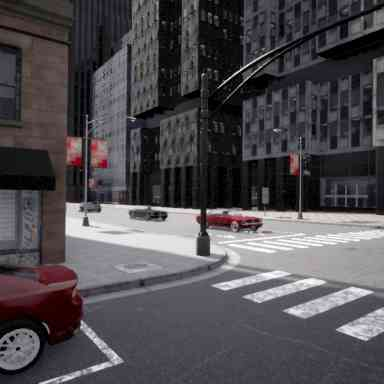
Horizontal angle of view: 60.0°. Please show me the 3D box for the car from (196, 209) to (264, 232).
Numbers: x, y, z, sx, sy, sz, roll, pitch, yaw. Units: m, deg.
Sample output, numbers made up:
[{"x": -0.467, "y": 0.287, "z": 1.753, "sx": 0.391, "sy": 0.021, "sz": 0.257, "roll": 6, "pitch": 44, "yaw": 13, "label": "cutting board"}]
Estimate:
[{"x": 2.371, "y": 1.813, "z": 21.715, "sx": 1.895, "sy": 1.301, "sz": 4.718, "roll": 1, "pitch": -1, "yaw": -36, "label": "car"}]

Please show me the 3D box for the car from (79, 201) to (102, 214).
[{"x": -13.363, "y": 1.990, "z": 43.546, "sx": 1.837, "sy": 1.490, "sz": 4.892, "roll": 1, "pitch": -1, "yaw": -36, "label": "car"}]

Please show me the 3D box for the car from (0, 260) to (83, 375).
[{"x": -3.672, "y": 1.545, "z": 4.013, "sx": 4.507, "sy": 1.381, "sz": 1.887, "roll": 0, "pitch": 1, "yaw": -36, "label": "car"}]

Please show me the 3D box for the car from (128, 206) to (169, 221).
[{"x": -4.065, "y": 1.936, "z": 30.616, "sx": 1.895, "sy": 1.301, "sz": 4.718, "roll": 1, "pitch": -1, "yaw": -36, "label": "car"}]
